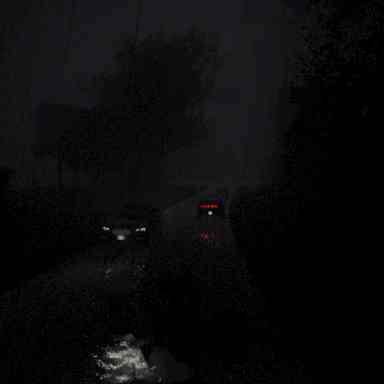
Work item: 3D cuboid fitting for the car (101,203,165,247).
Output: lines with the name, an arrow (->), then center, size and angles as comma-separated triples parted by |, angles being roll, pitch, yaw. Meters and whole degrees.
car -> -2.324, 1.269, 14.045 | 2.128, 1.511, 4.902 | 1, 1, 4

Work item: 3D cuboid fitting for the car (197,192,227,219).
car -> 1.390, 1.011, 23.618 | 1.837, 1.490, 4.892 | 0, 2, 5

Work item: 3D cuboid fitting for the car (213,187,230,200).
car -> 3.662, 0.080, 41.286 | 2.128, 1.511, 4.902 | 1, 4, 9
